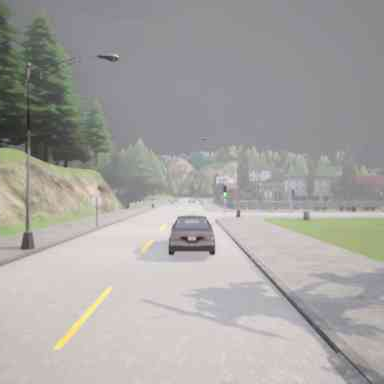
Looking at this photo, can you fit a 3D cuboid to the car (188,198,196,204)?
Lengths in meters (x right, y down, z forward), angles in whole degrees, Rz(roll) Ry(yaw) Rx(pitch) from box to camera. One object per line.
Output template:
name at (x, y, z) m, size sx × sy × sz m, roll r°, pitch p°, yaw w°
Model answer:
car at (-0.017, 2.185, 82.042) m, size 1.895 × 1.301 × 4.718 m, roll 0°, pitch -1°, yaw 0°

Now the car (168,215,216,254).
car at (-0.002, 1.680, 13.994) m, size 2.033 × 1.411 × 5.357 m, roll 0°, pitch -1°, yaw 0°

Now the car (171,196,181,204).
car at (-4.017, 2.019, 83.992) m, size 2.150 × 2.045 × 5.566 m, roll 0°, pitch -1°, yaw 0°
